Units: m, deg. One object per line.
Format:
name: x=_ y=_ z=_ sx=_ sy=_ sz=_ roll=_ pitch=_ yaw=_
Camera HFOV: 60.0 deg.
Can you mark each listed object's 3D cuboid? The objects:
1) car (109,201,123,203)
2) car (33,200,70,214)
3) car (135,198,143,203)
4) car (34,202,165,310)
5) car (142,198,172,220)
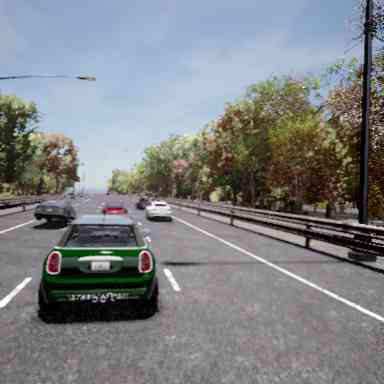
car: x=-6.141 y=1.438 z=26.575 sx=1.994 sy=1.385 sz=4.181 roll=2 pitch=0 yaw=-13
car: x=-8.530 y=1.235 z=21.164 sx=2.033 sy=1.411 sz=5.357 roll=5 pitch=-5 yaw=-11
car: x=-6.356 y=1.470 z=43.004 sx=1.812 sy=1.442 sz=4.674 roll=2 pitch=0 yaw=-13
car: x=-2.044 y=1.306 z=7.915 sx=2.097 sy=1.767 sz=4.553 roll=2 pitch=0 yaw=-12
car: x=-2.783 y=1.514 z=27.559 sx=1.812 sy=1.442 sz=4.674 roll=2 pitch=0 yaw=-13
